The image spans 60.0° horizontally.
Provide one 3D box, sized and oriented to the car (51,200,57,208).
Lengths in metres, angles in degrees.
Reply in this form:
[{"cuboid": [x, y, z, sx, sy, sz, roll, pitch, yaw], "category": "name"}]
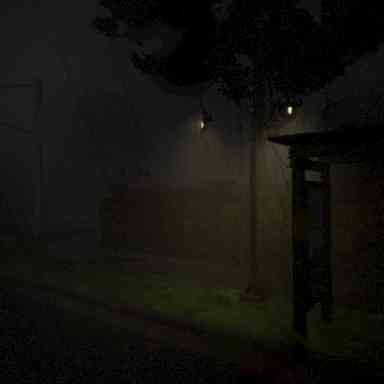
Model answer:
[{"cuboid": [-20.734, 1.616, 46.808, 3.806, 1.475, 1.970, -1, 0, 36], "category": "car"}]
